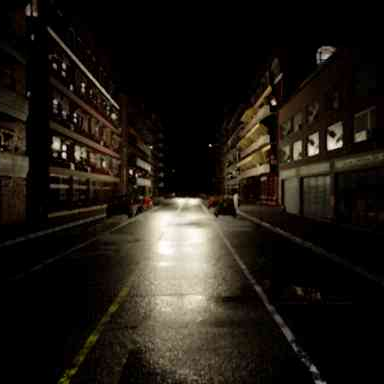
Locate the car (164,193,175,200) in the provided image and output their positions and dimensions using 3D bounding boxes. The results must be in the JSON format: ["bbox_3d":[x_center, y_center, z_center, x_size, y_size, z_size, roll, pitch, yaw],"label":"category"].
[{"bbox_3d":[-5.656,1.057,78.550,2.008,1.369,4.403,0,0,0],"label":"car"}]

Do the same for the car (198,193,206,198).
[{"bbox_3d":[2.730,0.999,89.815,1.947,1.339,4.313,0,0,0],"label":"car"}]

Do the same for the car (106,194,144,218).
[{"bbox_3d":[-5.676,1.142,27.824,2.192,1.841,5.009,0,0,0],"label":"car"}]

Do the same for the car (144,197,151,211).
[{"bbox_3d":[-5.675,1.232,33.460,1.967,1.590,4.097,0,0,0],"label":"car"}]

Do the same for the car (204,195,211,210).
[{"bbox_3d":[2.708,1.301,39.090,1.887,1.381,4.507,0,0,0],"label":"car"}]

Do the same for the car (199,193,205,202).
[{"bbox_3d":[2.718,1.165,61.634,2.008,1.369,4.403,0,0,0],"label":"car"}]

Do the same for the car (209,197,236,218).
[{"bbox_3d":[2.703,1.351,27.988,1.752,1.417,4.829,0,0,0],"label":"car"}]

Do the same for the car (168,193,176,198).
[{"bbox_3d":[-5.648,0.942,95.459,1.887,1.381,4.507,0,0,0],"label":"car"}]

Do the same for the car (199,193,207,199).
[{"bbox_3d":[2.728,0.994,84.348,1.752,1.417,4.829,0,0,0],"label":"car"}]

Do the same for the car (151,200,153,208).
[{"bbox_3d":[-5.672,1.301,39.098,1.887,1.381,4.507,0,0,0],"label":"car"}]
